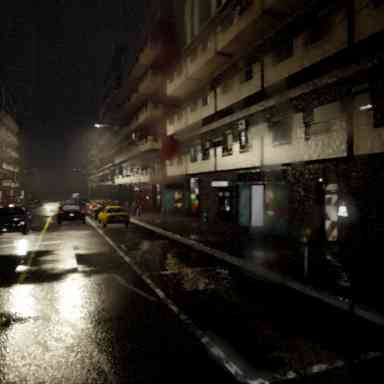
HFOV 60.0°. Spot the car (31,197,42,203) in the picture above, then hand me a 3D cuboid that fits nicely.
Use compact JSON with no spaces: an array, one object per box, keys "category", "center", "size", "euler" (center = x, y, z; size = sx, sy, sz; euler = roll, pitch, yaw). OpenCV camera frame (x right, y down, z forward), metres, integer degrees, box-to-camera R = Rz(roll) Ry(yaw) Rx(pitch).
[{"category":"car","center":[-33.426,1.670,71.614],"size":[1.802,1.307,4.206],"euler":[-1,0,-21]}]

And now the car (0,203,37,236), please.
[{"category":"car","center":[-9.867,1.552,18.267],"size":[1.812,1.442,4.674],"euler":[0,0,-21]}]

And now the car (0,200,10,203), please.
[{"category":"car","center":[-15.145,1.593,24.627],"size":[2.008,1.369,4.403],"euler":[-1,0,-21]}]

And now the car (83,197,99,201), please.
[{"category":"car","center":[-9.358,1.455,32.859],"size":[1.967,1.590,4.097],"euler":[-1,0,-21]}]

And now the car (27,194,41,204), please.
[{"category":"car","center":[-29.364,1.628,61.172],"size":[2.008,1.369,4.403],"euler":[-1,0,-21]}]

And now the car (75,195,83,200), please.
[{"category":"car","center":[-17.481,1.601,53.743],"size":[1.947,1.339,4.313],"euler":[-1,0,-21]}]

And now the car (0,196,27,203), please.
[{"category":"car","center":[-19.211,1.367,35.068],"size":[2.192,1.841,5.009],"euler":[-1,0,-21]}]

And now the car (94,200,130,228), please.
[{"category":"car","center":[-5.355,1.532,22.577],"size":[1.752,1.417,4.829],"euler":[-1,0,-21]}]

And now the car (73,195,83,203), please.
[{"category":"car","center":[-25.609,1.497,74.626],"size":[1.967,1.590,4.097],"euler":[-1,0,-21]}]

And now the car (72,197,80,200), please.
[{"category":"car","center":[-14.687,1.633,39.427],"size":[1.895,1.301,4.718],"euler":[0,0,-21]}]

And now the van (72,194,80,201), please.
[{"category":"van","center":[-29.673,1.409,85.066],"size":[1.690,1.788,3.998],"euler":[-1,0,-21]}]

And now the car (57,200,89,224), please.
[{"category":"car","center":[-9.222,1.583,25.373],"size":[1.994,1.385,4.181],"euler":[0,0,-21]}]

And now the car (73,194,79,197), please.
[{"category":"car","center":[-19.513,1.591,58.964],"size":[2.008,1.369,4.403],"euler":[-1,0,-21]}]

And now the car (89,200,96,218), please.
[{"category":"car","center":[-7.324,1.576,27.639],"size":[1.947,1.339,4.313],"euler":[-1,0,-21]}]
